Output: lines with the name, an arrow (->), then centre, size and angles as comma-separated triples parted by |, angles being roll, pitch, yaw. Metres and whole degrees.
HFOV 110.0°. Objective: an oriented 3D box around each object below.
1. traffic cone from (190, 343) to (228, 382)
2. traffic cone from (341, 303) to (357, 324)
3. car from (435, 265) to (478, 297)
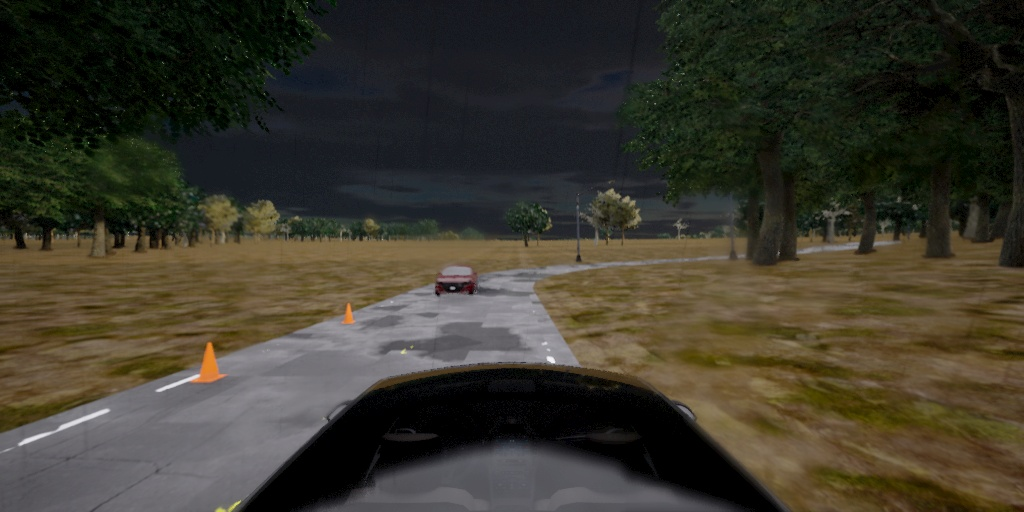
traffic cone -> -4.950, 1.715, 5.867 | 0.340, 0.580, 0.340 | 0, 0, 0
traffic cone -> -4.950, 1.725, 10.867 | 0.340, 0.580, 0.340 | 0, 0, 0
car -> -2.846, 1.213, 19.116 | 1.882, 1.535, 5.008 | 0, 0, -2
